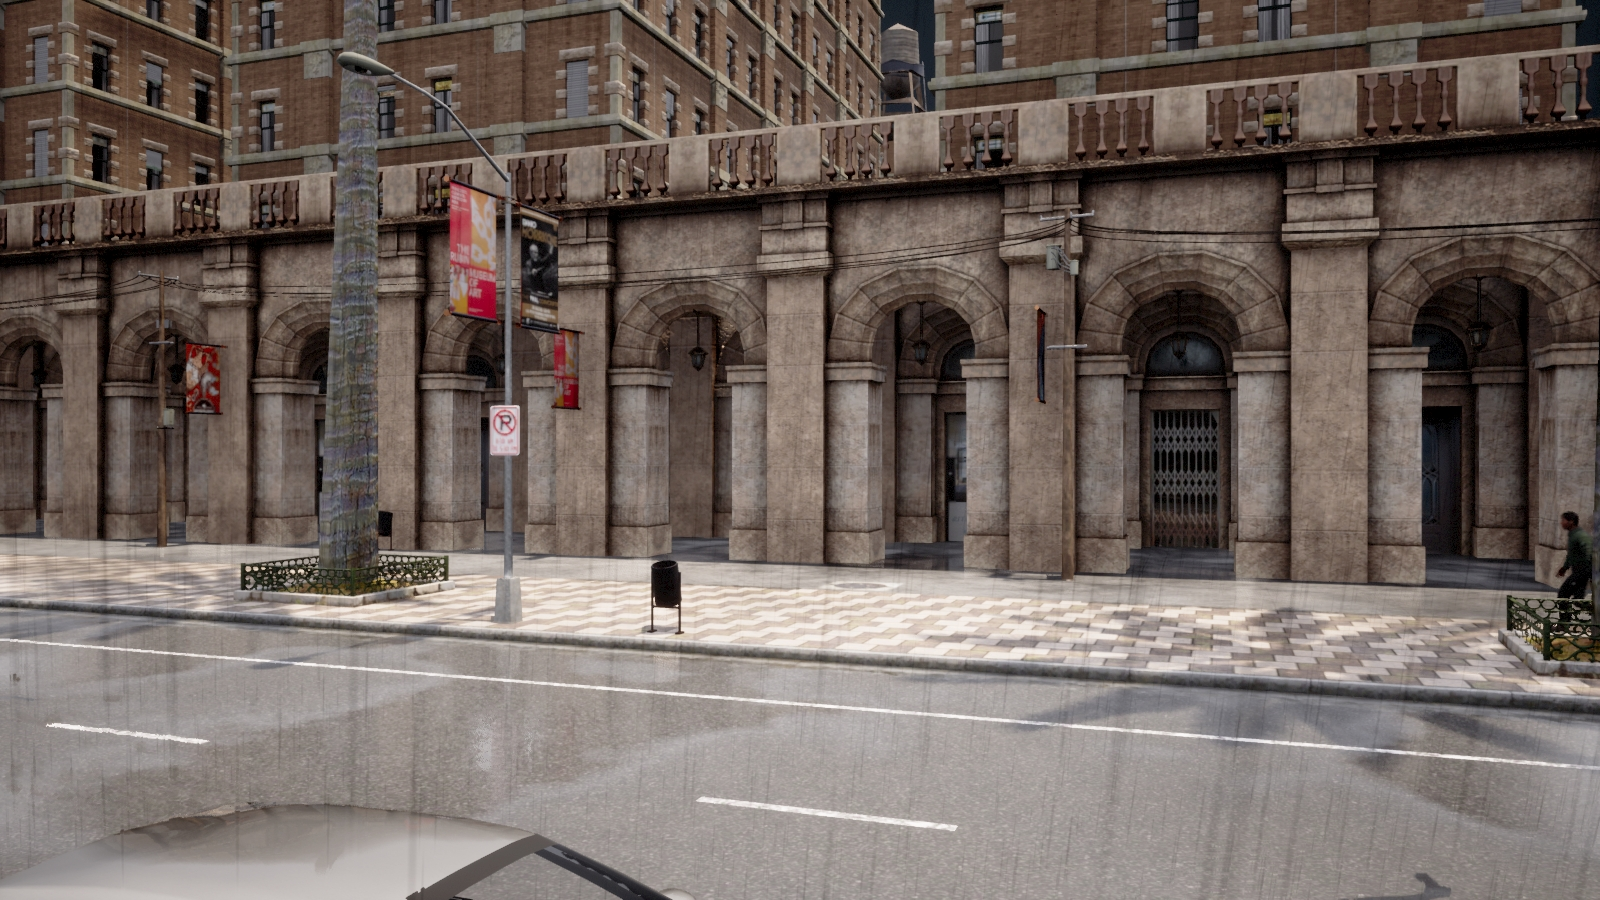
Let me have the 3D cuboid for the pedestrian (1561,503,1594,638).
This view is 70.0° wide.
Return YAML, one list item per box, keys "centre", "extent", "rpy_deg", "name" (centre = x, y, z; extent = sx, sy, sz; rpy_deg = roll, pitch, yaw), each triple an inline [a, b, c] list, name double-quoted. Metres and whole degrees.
- centre: [11.031, 1.695, 16.208]
  extent: [0.375, 1.860, 0.375]
  rpy_deg: [0, 0, 33]
  name: "pedestrian"

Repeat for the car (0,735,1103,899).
- centre: [-1.248, 2.067, 3.754]
  extent: [4.193, 1.474, 1.816]
  rpy_deg: [0, 0, 20]
  name: "car"
